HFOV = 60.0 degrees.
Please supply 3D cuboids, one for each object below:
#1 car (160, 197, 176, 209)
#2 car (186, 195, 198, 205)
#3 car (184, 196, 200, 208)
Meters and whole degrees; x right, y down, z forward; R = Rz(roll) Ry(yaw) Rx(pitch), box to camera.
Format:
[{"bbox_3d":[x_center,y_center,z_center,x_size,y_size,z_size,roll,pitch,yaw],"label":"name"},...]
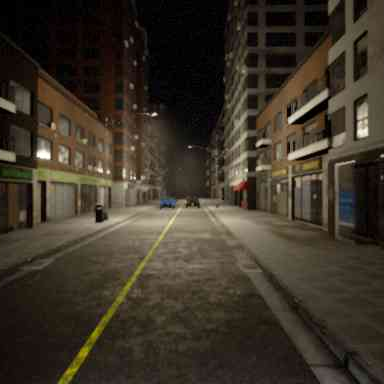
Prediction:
[{"bbox_3d":[-3.008,1.395,42.245,1.882,1.535,5.008,0,0,0],"label":"car"},{"bbox_3d":[-0.012,1.347,56.999,1.882,1.535,5.008,0,0,0],"label":"car"},{"bbox_3d":[0.091,1.400,44.687,1.812,1.442,4.674,0,0,0],"label":"car"}]
